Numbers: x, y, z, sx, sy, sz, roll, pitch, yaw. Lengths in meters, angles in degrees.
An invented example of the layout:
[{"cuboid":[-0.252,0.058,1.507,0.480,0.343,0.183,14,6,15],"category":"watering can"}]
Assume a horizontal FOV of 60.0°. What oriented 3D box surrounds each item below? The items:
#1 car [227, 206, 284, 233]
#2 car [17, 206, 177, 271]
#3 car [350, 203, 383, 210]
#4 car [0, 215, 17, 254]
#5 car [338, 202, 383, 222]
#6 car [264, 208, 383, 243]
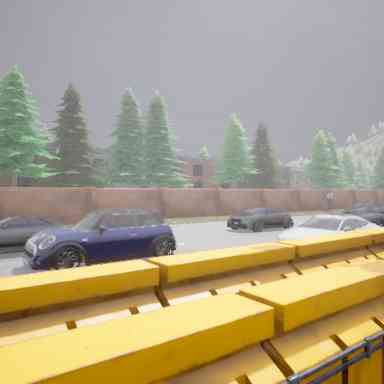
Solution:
[{"cuboid":[4.090,1.564,19.753,4.181,1.385,1.994,0,0,-35],"category":"car"},{"cuboid":[-2.787,1.351,10.587,4.553,1.767,2.097,0,0,-36],"category":"car"},{"cuboid":[10.948,1.564,20.288,4.181,1.385,1.994,0,0,-35],"category":"car"},{"cuboid":[-6.510,1.564,12.229,4.181,1.385,1.994,0,0,-36],"category":"car"},{"cuboid":[13.879,1.564,26.736,4.181,1.385,1.994,0,0,-35],"category":"car"},{"cuboid":[4.953,1.526,11.793,4.674,1.442,1.812,0,0,-35],"category":"car"}]
